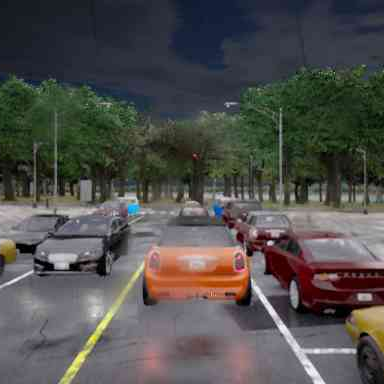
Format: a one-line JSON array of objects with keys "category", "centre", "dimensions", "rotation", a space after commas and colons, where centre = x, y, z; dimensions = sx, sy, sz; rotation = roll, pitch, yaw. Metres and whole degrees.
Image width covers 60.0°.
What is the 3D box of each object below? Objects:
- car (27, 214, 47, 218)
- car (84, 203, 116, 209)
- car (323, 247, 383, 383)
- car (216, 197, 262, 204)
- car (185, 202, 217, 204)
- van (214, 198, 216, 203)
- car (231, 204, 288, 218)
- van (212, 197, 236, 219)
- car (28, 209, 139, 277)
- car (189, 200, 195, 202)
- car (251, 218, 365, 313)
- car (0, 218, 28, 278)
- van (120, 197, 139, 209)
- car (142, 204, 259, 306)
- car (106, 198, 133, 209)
[{"category": "car", "centre": [-5.763, 1.563, 12.979], "dimensions": [1.947, 1.339, 4.313], "rotation": [0, 0, 0]}, {"category": "car", "centre": [-5.763, 1.522, 18.247], "dimensions": [1.752, 1.417, 4.829], "rotation": [0, 0, 0]}, {"category": "car", "centre": [2.761, 1.525, 2.273], "dimensions": [1.752, 1.417, 4.829], "rotation": [0, 0, 0]}, {"category": "car", "centre": [2.762, 1.312, 18.416], "dimensions": [2.192, 1.841, 5.009], "rotation": [0, 0, 0]}, {"category": "car", "centre": [0.099, 1.488, 17.425], "dimensions": [2.128, 1.511, 4.902], "rotation": [0, 0, 0]}, {"category": "van", "centre": [2.763, 1.338, 23.853], "dimensions": [1.690, 1.788, 3.998], "rotation": [0, 0, 0]}, {"category": "car", "centre": [2.762, 1.437, 12.978], "dimensions": [1.967, 1.590, 4.097], "rotation": [0, 0, 0]}, {"category": "van", "centre": [2.763, 1.338, 29.291], "dimensions": [1.690, 1.788, 3.998], "rotation": [0, 0, 0]}, {"category": "car", "centre": [-3.093, 1.489, 10.347], "dimensions": [2.128, 1.511, 4.902], "rotation": [0, 0, 0]}, {"category": "car", "centre": [0.000, 1.453, 27.369], "dimensions": [1.801, 1.575, 5.366], "rotation": [0, 0, 1]}, {"category": "car", "centre": [2.761, 1.543, 7.541], "dimensions": [1.887, 1.381, 4.507], "rotation": [0, 0, 0]}, {"category": "car", "centre": [-5.764, 1.523, 7.372], "dimensions": [1.752, 1.417, 4.829], "rotation": [0, 0, 0]}, {"category": "van", "centre": [-5.762, 1.338, 29.292], "dimensions": [1.690, 1.788, 3.998], "rotation": [0, 0, 0]}, {"category": "car", "centre": [0.100, 1.350, 8.211], "dimensions": [2.097, 1.767, 4.553], "rotation": [0, 0, 0]}, {"category": "car", "centre": [-5.762, 1.437, 23.854], "dimensions": [1.967, 1.590, 4.097], "rotation": [0, 0, 0]}]
